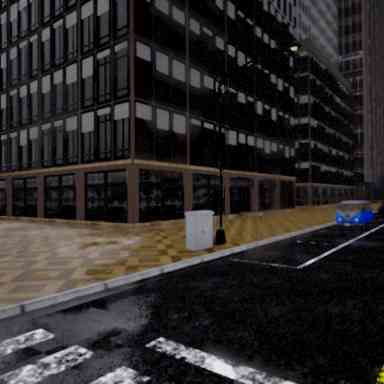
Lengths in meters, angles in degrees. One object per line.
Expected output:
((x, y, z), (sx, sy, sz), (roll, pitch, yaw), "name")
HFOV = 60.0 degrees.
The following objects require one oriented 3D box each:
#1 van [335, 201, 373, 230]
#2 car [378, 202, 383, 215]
((10.611, 1.451, 21.653), (1.690, 1.788, 3.998), (-1, -1, 38), "van")
((20.755, 1.693, 34.815), (1.947, 1.339, 4.313), (-1, -1, 38), "car")
